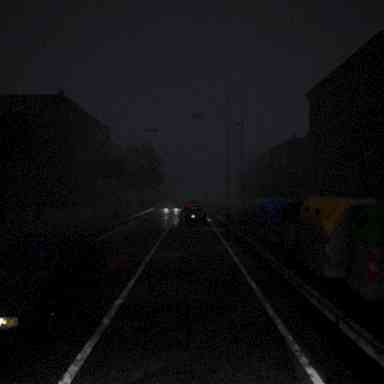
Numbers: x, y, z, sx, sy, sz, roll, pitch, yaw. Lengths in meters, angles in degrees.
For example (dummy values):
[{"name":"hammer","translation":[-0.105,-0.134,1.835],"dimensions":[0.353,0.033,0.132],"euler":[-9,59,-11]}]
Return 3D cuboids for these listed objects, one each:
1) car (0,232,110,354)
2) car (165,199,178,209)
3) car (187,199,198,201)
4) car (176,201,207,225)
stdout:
[{"name":"car","translation":[-3.106,1.562,6.720],"dimensions":[2.033,1.411,5.357],"euler":[0,0,0]},{"name":"car","translation":[-3.119,1.813,51.188],"dimensions":[1.812,1.442,4.674],"euler":[0,-1,0]},{"name":"car","translation":[0.060,1.715,41.983],"dimensions":[1.837,1.490,4.892],"euler":[0,0,0]},{"name":"car","translation":[0.077,1.653,24.834],"dimensions":[1.994,1.385,4.181],"euler":[0,0,0]}]
